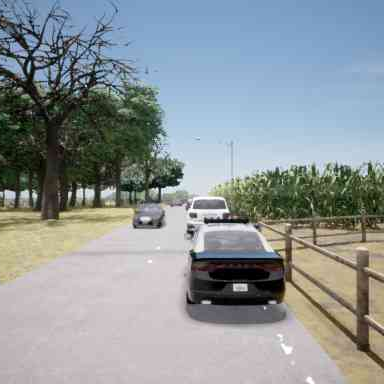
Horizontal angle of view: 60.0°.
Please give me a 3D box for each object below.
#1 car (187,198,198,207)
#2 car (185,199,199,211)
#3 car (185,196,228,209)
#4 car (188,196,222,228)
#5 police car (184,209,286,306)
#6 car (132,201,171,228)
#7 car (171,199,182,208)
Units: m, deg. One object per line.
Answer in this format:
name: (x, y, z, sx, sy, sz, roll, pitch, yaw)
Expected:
car: (0.056, 1.879, 59.198, 1.837, 1.490, 4.892, 0, -1, 0)
car: (0.066, 1.758, 46.295, 1.812, 1.442, 4.674, 0, 0, 1)
car: (0.842, 1.280, 18.217, 2.150, 2.045, 5.566, 0, 0, 0)
car: (0.847, 1.314, 24.219, 2.150, 2.045, 5.566, 0, 0, 0)
police car: (0.832, 1.440, 8.290, 1.930, 1.638, 5.238, 0, 0, 0)
car: (-2.828, 1.572, 22.648, 2.128, 1.511, 4.902, 0, 0, 0)
car: (-2.697, 1.852, 55.852, 1.812, 1.442, 4.674, 0, -1, 0)
